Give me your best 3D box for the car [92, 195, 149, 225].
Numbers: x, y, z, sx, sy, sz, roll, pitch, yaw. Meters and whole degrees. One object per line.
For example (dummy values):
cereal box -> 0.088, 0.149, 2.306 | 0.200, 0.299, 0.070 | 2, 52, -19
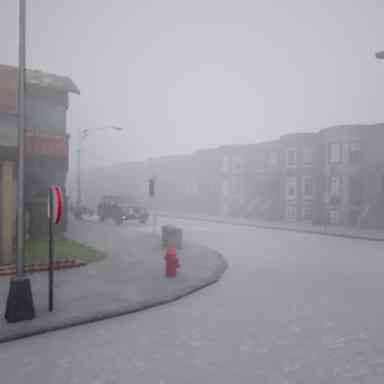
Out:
car -> -5.372, 1.290, 25.298 | 2.150, 2.045, 5.566 | 0, 0, -35

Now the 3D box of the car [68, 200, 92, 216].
car -> -11.740, 1.594, 34.257 | 1.812, 1.442, 4.674 | 0, 0, -36
